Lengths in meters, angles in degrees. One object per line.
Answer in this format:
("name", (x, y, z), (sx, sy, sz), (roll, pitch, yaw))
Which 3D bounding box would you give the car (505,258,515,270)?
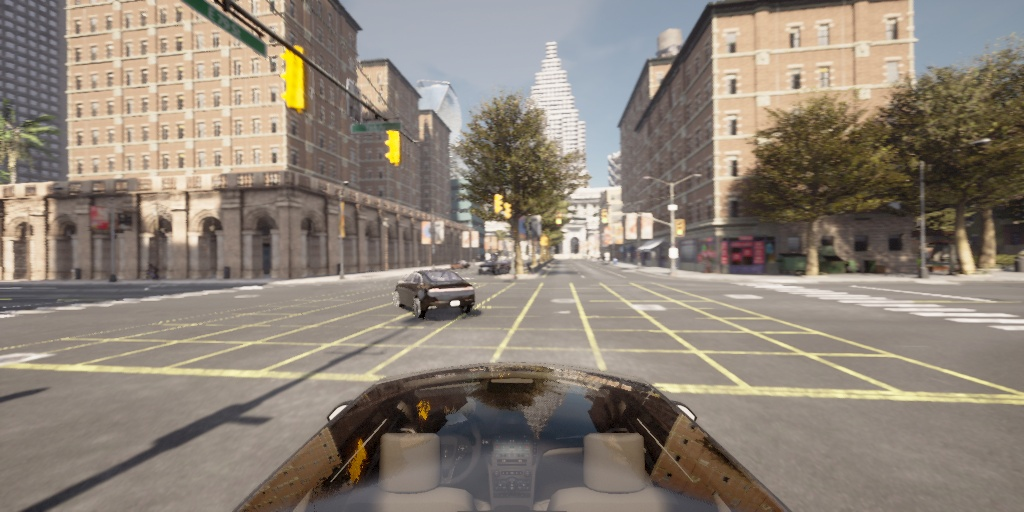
("car", (-1.101, 1.273, 49.877), (1.994, 1.385, 4.181), (-1, 0, 9))

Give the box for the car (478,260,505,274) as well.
("car", (-2.490, 1.231, 40.202), (2.128, 1.511, 4.902), (-1, 0, 8))

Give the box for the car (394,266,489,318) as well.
("car", (-3.007, 1.271, 13.243), (2.128, 1.511, 4.902), (-1, 0, -31))

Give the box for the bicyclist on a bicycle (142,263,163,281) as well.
("bicyclist on a bicycle", (-32.985, 1.485, 32.903), (0.582, 1.620, 1.656), (-1, 0, 8))
